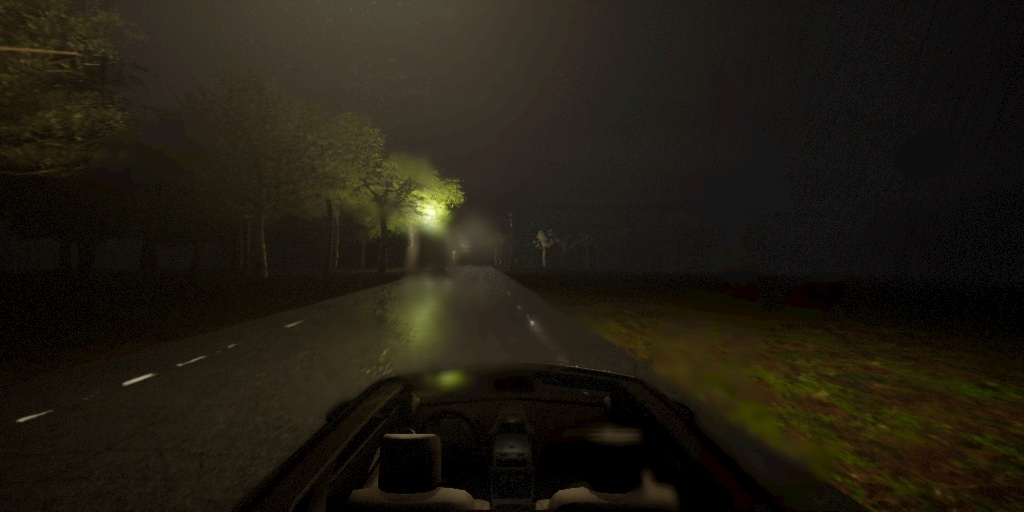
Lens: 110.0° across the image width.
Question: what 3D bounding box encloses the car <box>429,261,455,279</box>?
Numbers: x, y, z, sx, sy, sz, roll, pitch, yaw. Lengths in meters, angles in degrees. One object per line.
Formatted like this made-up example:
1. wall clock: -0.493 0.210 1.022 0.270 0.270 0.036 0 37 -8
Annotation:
1. car: -6.684 1.246 34.627 2.097 1.767 4.553 1 0 -5
